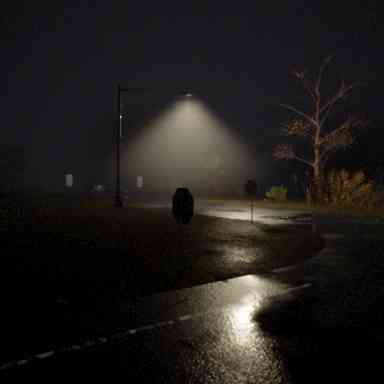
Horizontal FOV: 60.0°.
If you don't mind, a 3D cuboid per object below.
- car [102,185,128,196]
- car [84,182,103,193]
[{"bbox_3d":[-11.773,-0.129,51.792,1.895,1.301,4.718,0,2,-36],"label":"car"},{"bbox_3d":[-17.593,-0.830,59.913,2.150,2.045,5.566,0,2,-36],"label":"car"}]
